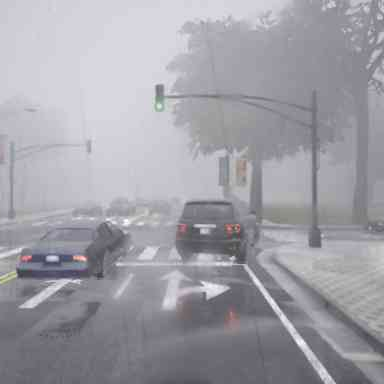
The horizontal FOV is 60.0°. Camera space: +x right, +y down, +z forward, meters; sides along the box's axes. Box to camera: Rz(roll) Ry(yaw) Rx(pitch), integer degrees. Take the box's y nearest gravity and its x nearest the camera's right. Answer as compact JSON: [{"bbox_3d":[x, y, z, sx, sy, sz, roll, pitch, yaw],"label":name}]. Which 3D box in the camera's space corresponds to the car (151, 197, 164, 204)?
[{"bbox_3d":[-6.506,1.609,63.244,1.895,1.301,4.718,0,0,0],"label":"car"}]

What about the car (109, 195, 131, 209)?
[{"bbox_3d":[-9.828,1.364,45.875,2.097,1.767,4.553,0,0,0],"label":"car"}]

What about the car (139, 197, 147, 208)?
[{"bbox_3d":[-6.582,1.558,45.546,2.033,1.411,5.357,0,0,0],"label":"car"}]

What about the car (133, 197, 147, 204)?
[{"bbox_3d":[-9.764,1.581,62.645,1.994,1.385,4.181,0,0,1],"label":"car"}]

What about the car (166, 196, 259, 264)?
[{"bbox_3d":[1.113,1.226,12.240,2.150,2.045,5.566,0,0,16],"label":"car"}]

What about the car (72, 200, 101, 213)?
[{"bbox_3d":[-9.839,1.536,31.677,1.812,1.442,4.674,0,0,0],"label":"car"}]

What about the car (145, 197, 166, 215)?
[{"bbox_3d":[-3.147,1.558,33.486,2.033,1.411,5.357,0,0,0],"label":"car"}]

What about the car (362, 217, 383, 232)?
[{"bbox_3d":[13.050,1.765,19.571,5.357,1.411,2.033,1,-1,-3],"label":"car"}]

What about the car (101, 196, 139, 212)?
[{"bbox_3d":[-6.592,1.363,31.157,2.097,1.767,4.553,0,0,0],"label":"car"}]

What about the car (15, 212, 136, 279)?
[{"bbox_3d":[-3.149,1.550,10.017,2.033,1.411,5.357,0,0,0],"label":"car"}]

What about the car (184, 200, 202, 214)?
[{"bbox_3d":[0.104,1.612,36.995,1.895,1.301,4.718,0,0,0],"label":"car"}]

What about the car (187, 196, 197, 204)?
[{"bbox_3d":[0.028,1.531,63.534,1.812,1.442,4.674,0,0,1],"label":"car"}]

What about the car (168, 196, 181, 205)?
[{"bbox_3d":[-3.239,1.499,61.877,2.128,1.511,4.902,0,0,0],"label":"car"}]
